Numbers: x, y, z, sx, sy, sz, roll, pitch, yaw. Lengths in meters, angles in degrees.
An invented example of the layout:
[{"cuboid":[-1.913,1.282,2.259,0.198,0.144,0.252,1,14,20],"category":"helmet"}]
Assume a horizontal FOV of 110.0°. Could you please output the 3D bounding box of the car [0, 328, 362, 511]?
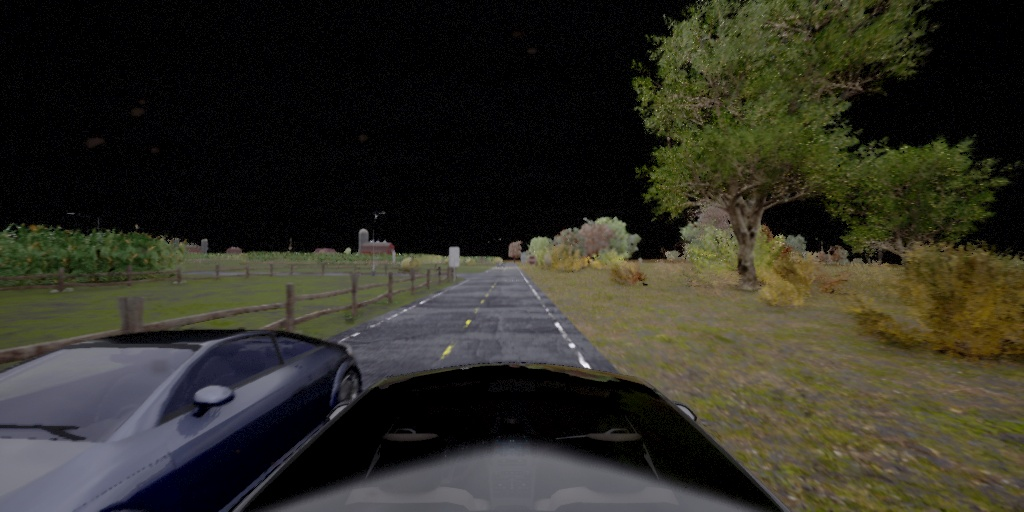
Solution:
[{"cuboid":[-2.852,1.323,2.781,1.994,1.385,4.181,0,-1,0],"category":"car"}]
